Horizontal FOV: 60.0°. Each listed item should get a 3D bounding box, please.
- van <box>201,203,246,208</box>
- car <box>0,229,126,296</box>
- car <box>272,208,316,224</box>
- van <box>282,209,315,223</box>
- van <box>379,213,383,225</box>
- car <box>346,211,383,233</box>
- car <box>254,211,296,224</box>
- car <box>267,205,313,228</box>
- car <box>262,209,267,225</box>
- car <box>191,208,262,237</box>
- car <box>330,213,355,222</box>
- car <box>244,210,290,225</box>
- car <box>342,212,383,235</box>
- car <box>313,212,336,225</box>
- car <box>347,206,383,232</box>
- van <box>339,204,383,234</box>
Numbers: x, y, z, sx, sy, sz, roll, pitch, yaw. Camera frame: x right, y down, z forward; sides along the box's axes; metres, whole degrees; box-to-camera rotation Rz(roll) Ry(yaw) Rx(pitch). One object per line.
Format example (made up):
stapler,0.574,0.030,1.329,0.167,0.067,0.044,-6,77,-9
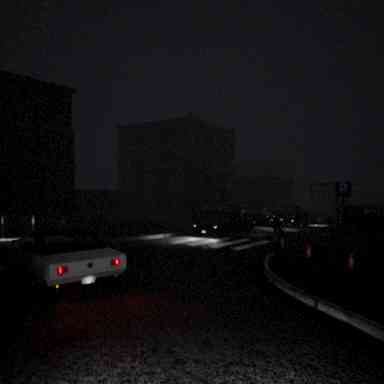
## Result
van,2.588,1.980,29.686,4.442,1.987,1.878,0,-3,33
car,-3.759,1.676,9.025,1.895,1.301,4.718,0,-1,-41
car,14.764,3.466,48.327,5.566,2.045,2.435,0,-4,33
van,16.203,3.684,50.711,4.442,1.987,1.878,0,-4,33
van,32.766,4.406,53.604,4.442,1.987,1.878,0,-4,33
car,14.709,2.326,25.505,5.008,1.535,2.097,0,-4,33
car,10.308,3.188,41.385,4.674,1.452,2.002,0,-4,33
car,9.370,2.258,31.500,2.150,2.045,5.566,0,-4,33
car,7.125,2.761,36.817,5.366,1.575,1.946,0,-4,33
car,2.127,1.877,20.385,2.033,1.411,5.357,0,-2,34
car,38.207,6.448,84.528,5.566,2.045,2.435,0,-4,33
car,8.818,2.985,39.036,4.792,1.488,2.163,0,-4,33
car,13.197,2.181,23.114,4.792,1.488,2.163,0,-4,33
car,17.399,3.544,43.858,2.128,1.511,4.902,0,-4,33
car,16.177,2.260,27.825,5.566,2.045,2.435,0,-4,33
van,11.765,1.775,20.744,4.442,1.987,1.878,0,-3,33
